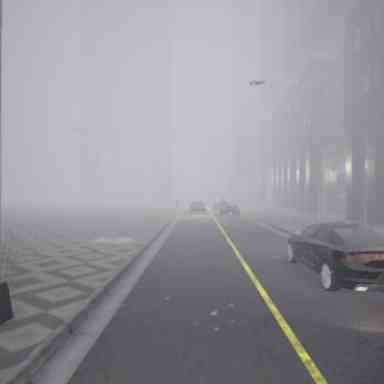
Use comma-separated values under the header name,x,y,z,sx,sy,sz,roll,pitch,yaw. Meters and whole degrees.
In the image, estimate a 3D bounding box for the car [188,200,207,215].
name,x,y,z,sx,sy,sz,roll,pitch,yaw
car,0.598,1.614,35.624,2.033,1.411,5.357,1,0,1

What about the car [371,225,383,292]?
name,x,y,z,sx,sy,sz,roll,pitch,yaw
car,3.928,1.392,3.026,2.097,1.767,4.553,1,0,1

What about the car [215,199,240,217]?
name,x,y,z,sx,sy,sz,roll,pitch,yaw
car,3.582,1.689,32.918,1.895,1.301,4.718,1,0,1

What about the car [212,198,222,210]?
name,x,y,z,sx,sy,sz,roll,pitch,yaw
car,3.775,1.616,45.210,2.128,1.511,4.902,1,0,1

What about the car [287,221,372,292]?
name,x,y,z,sx,sy,sz,roll,pitch,yaw
car,4.033,1.525,9.055,1.882,1.535,5.008,1,0,1
